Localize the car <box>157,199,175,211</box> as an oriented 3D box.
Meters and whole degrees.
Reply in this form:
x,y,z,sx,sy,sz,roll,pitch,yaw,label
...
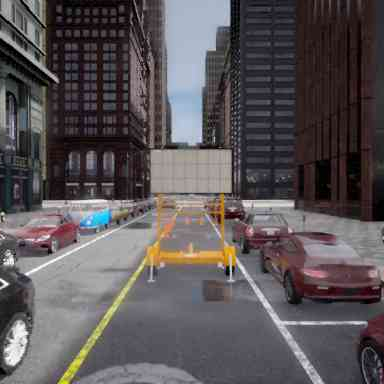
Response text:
x,y,z,sx,sy,sz,roll,pitch,yaw,label
-3.098,1.567,42.371,2.033,1.411,5.357,0,0,0,car

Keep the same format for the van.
x,y,z,sx,sy,sz,roll,pitch,yaw,label
-5.810,1.344,19.079,1.690,1.788,3.998,0,0,0,van

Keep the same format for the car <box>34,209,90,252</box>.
x,y,z,sx,sy,sz,roll,pitch,yaw,label
-5.796,1.583,13.443,1.802,1.307,4.206,0,0,0,car

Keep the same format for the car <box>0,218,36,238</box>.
x,y,z,sx,sy,sz,roll,pitch,yaw,label
-5.784,1.551,7.805,2.008,1.369,4.403,0,0,0,car

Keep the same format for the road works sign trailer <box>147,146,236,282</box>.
x,y,z,sx,sy,sz,roll,pitch,yaw,label
-0.023,0.465,9.713,2.380,3.560,2.880,0,0,0,road works sign trailer

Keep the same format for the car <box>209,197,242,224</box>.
x,y,z,sx,sy,sz,roll,pitch,yaw,label
2.701,1.321,24.738,2.192,1.841,5.009,0,0,0,car

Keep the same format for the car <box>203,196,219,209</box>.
x,y,z,sx,sy,sz,roll,pitch,yaw,label
2.650,1.464,47.283,1.967,1.590,4.097,0,0,0,car

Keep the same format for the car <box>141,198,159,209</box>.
x,y,z,sx,sy,sz,roll,pitch,yaw,label
-5.874,1.574,47.262,2.008,1.369,4.403,0,0,0,car

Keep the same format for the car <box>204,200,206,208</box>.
x,y,z,sx,sy,sz,roll,pitch,yaw,label
2.676,1.579,36.011,1.947,1.339,4.313,0,0,0,car

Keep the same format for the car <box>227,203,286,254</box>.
x,y,z,sx,sy,sz,roll,pitch,yaw,label
2.728,1.441,13.467,1.967,1.590,4.097,0,0,0,car

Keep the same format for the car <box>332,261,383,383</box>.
x,y,z,sx,sy,sz,roll,pitch,yaw,label
2.755,1.582,2.194,1.802,1.307,4.206,0,0,0,car

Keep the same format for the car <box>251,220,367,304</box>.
x,y,z,sx,sy,sz,roll,pitch,yaw,label
2.741,1.582,7.831,1.802,1.307,4.206,0,0,0,car

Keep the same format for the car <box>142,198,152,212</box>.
x,y,z,sx,sy,sz,roll,pitch,yaw,label
-5.848,1.579,35.989,1.947,1.339,4.313,0,0,0,car

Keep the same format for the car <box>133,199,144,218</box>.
x,y,z,sx,sy,sz,roll,pitch,yaw,label
-5.835,1.591,30.352,1.802,1.307,4.206,0,0,0,car

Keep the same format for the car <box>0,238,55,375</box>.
x,y,z,sx,sy,sz,roll,pitch,yaw,label
-3.107,1.505,2.791,1.837,1.490,4.892,0,0,0,car

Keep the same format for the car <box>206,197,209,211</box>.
x,y,z,sx,sy,sz,roll,pitch,yaw,label
2.688,1.324,30.375,2.192,1.841,5.009,0,0,0,car

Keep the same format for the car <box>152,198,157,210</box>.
x,y,z,sx,sy,sz,roll,pitch,yaw,label
-5.861,1.584,41.625,1.947,1.339,4.313,0,0,0,car

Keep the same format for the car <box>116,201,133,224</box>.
x,y,z,sx,sy,sz,roll,pitch,yaw,label
-5.822,1.531,24.545,1.752,1.417,4.829,0,0,0,car
